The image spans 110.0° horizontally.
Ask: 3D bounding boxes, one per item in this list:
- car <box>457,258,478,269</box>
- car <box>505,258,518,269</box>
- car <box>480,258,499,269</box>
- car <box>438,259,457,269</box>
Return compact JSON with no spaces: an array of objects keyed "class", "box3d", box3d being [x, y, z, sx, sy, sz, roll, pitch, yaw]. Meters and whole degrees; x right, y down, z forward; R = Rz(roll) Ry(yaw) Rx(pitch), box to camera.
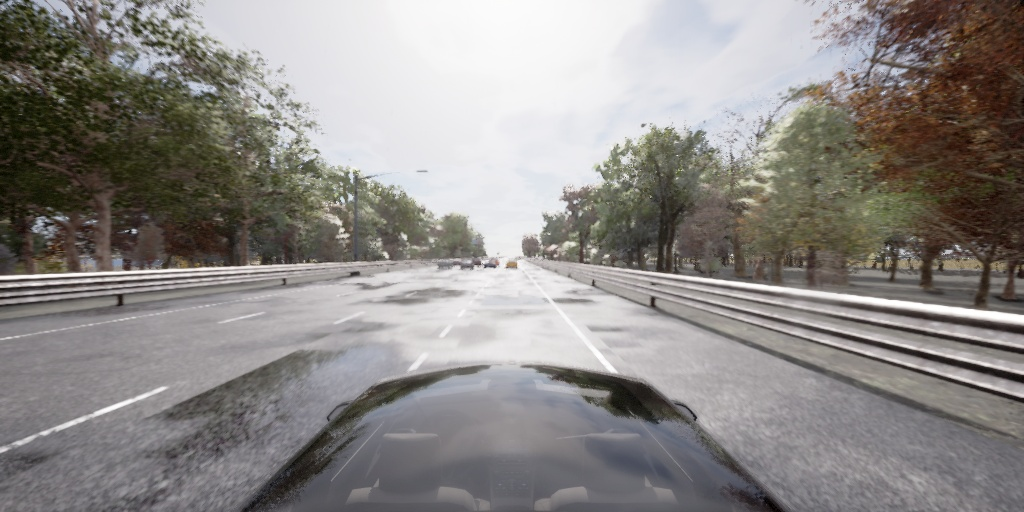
[{"class":"car","box3d":[-7.032,1.337,57.209,2.033,1.411,5.357,0,0,0]},{"class":"car","box3d":[-0.032,1.265,57.213,1.882,1.535,5.008,0,0,0]},{"class":"car","box3d":[-3.532,1.391,57.657,1.895,1.301,4.718,0,0,0]},{"class":"car","box3d":[-10.532,1.278,57.207,2.128,1.511,4.902,0,0,0]}]
